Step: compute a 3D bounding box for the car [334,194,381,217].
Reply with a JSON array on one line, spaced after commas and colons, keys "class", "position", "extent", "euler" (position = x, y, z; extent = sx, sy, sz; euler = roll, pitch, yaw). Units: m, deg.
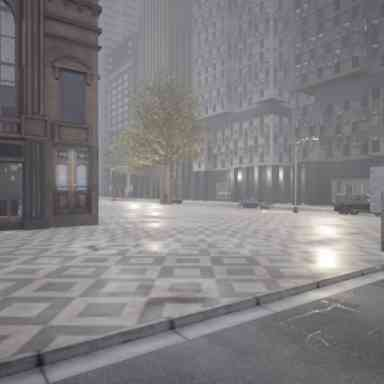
[{"class": "car", "position": [15.756, 1.199, 30.235], "extent": [2.150, 2.045, 5.566], "euler": [0, 0, -36]}]

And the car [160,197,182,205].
[{"class": "car", "position": [-3.601, 1.523, 57.414], "extent": [1.895, 1.301, 4.718], "euler": [0, 0, -36]}]

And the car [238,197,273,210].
[{"class": "car", "position": [7.864, 1.459, 41.255], "extent": [1.837, 1.490, 4.892], "euler": [0, 1, -36]}]
